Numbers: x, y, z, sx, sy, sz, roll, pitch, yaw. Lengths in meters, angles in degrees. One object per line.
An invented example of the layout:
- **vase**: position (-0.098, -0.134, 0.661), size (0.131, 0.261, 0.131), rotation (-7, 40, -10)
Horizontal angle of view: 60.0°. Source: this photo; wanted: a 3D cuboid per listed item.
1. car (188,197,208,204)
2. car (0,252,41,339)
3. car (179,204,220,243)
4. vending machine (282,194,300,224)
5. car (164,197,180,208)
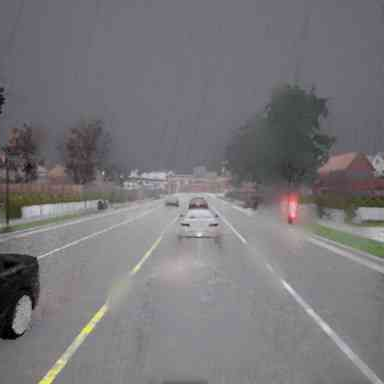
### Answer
- **car**: position (0.675, 1.352, 36.673), size (2.097, 1.767, 4.553), rotation (0, 0, 1)
- **car**: position (-3.564, 1.460, 3.700), size (1.882, 1.535, 5.008), rotation (0, 0, 1)
- **car**: position (0.344, 1.526, 16.091), size (1.812, 1.442, 4.674), rotation (0, 0, 1)
- **vending machine**: position (7.270, 1.229, 24.470), size (1.100, 2.100, 0.880), rotation (1, 0, 1)
- **car**: position (-2.823, 1.452, 47.438), size (1.882, 1.535, 5.008), rotation (0, 0, 1)
